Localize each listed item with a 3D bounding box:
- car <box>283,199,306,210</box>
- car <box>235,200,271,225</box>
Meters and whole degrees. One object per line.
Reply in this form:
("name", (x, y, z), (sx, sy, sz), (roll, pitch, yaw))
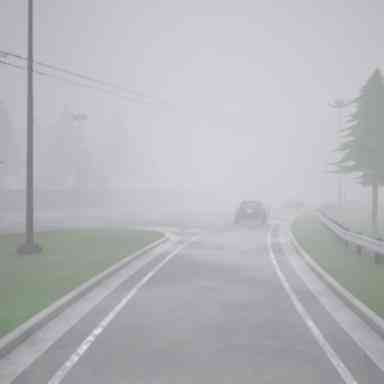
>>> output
("car", (13.118, 1.553, 42.522), (2.033, 1.411, 5.357), (0, 0, 30))
("car", (4.555, 1.346, 24.448), (2.097, 1.767, 4.553), (0, 0, 18))
